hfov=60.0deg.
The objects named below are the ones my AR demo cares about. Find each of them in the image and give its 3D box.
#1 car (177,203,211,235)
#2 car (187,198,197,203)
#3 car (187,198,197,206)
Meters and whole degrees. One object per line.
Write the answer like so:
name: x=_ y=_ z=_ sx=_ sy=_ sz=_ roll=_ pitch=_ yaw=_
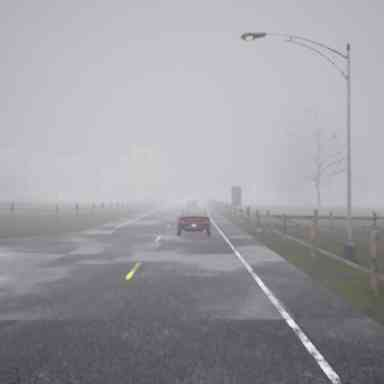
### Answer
car: x=0.104 y=1.680 z=20.386 sx=1.882 sy=1.535 sz=5.008 roll=0 pitch=-1 yaw=0
car: x=0.014 y=2.069 z=58.725 sx=2.128 sy=1.511 sz=4.902 roll=0 pitch=-1 yaw=0
car: x=0.016 y=2.049 z=69.147 sx=2.128 sy=1.511 sz=4.902 roll=0 pitch=-1 yaw=0
